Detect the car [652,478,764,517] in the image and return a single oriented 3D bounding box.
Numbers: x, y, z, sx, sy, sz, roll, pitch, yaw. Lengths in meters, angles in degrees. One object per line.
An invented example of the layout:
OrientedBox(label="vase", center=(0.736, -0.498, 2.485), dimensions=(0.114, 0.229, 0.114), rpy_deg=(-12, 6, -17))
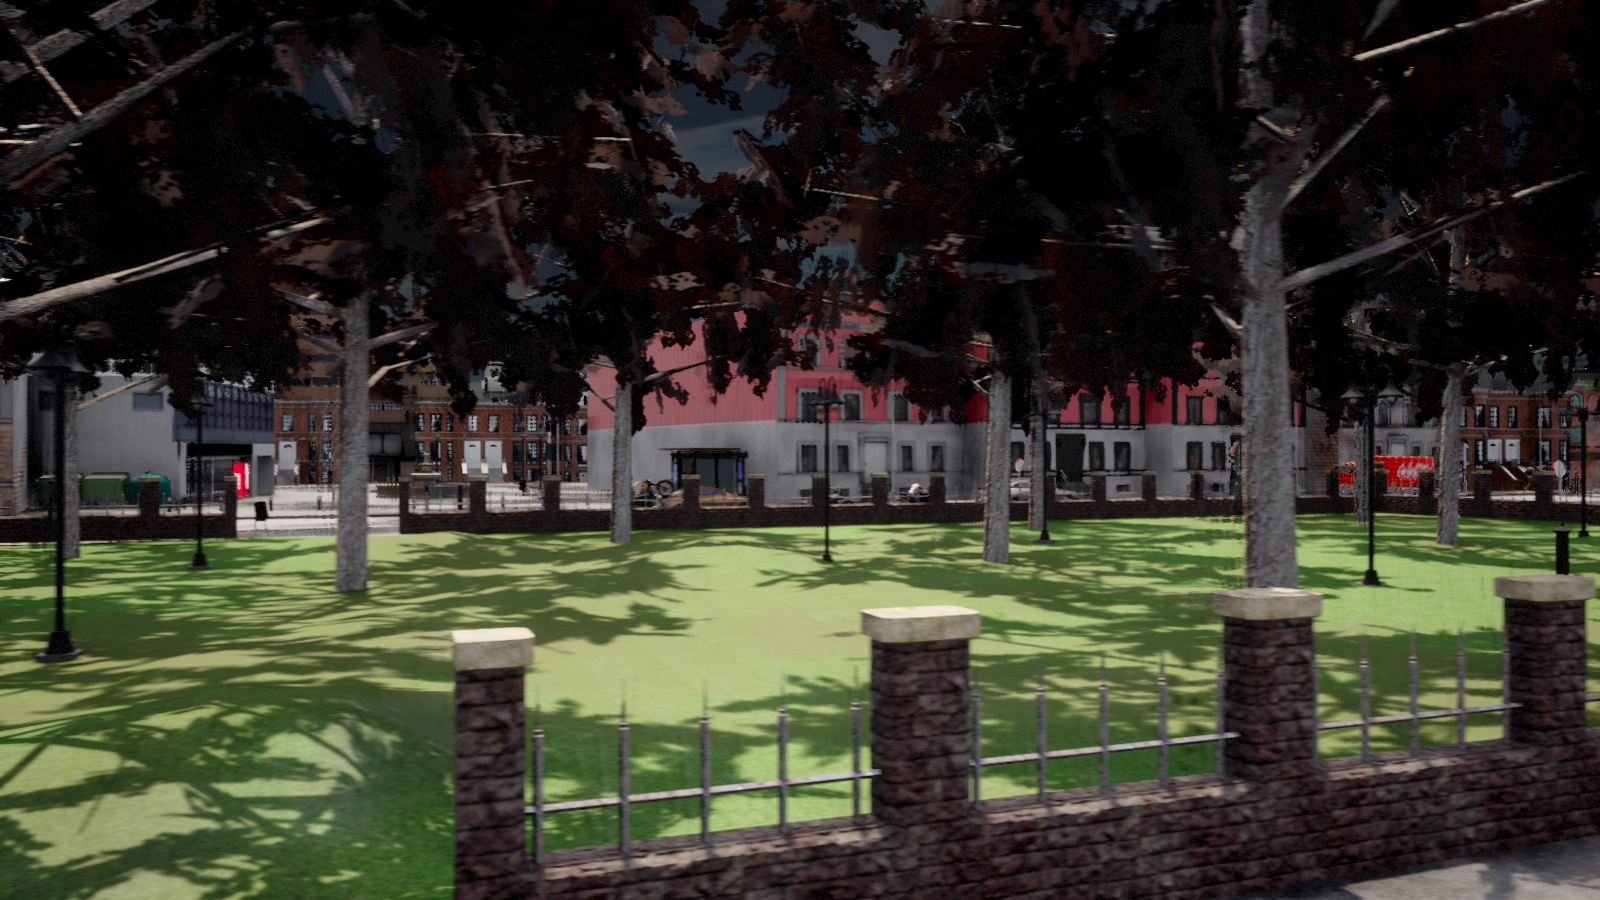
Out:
OrientedBox(label="car", center=(-3.747, 1.910, 46.394), dimensions=(4.181, 1.385, 1.994), rpy_deg=(-1, 0, -19))

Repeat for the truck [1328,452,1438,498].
OrientedBox(label="truck", center=(32.529, 1.348, 63.784), dimensions=(5.204, 2.467, 2.627), rpy_deg=(0, 0, -20))

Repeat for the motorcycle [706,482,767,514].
OrientedBox(label="motorcycle", center=(-2.592, 1.949, 46.815), dimensions=(2.356, 1.277, 0.764), rpy_deg=(0, 0, -20))

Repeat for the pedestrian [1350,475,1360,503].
OrientedBox(label="pedestrian", center=(25.630, 1.803, 52.755), dimensions=(0.375, 1.300, 0.375), rpy_deg=(0, 0, 37))

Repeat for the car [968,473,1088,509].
OrientedBox(label="car", center=(10.263, 1.826, 51.448), dimensions=(4.902, 1.511, 2.128), rpy_deg=(0, 0, -20))

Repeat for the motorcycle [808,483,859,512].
OrientedBox(label="motorcycle", center=(1.414, 1.992, 48.277), dimensions=(2.033, 1.145, 0.803), rpy_deg=(0, 0, -20))
